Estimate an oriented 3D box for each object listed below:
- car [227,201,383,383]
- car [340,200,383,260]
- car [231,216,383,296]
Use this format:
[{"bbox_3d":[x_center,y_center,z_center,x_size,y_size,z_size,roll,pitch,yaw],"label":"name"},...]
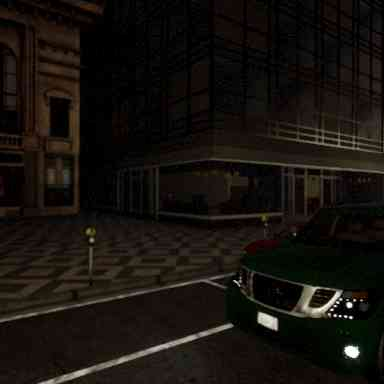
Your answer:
[{"bbox_3d":[3.152,1.196,5.619,5.566,2.045,2.150,0,0,-36],"label":"car"},{"bbox_3d":[7.964,1.246,12.434,5.009,1.841,2.192,0,1,-35],"label":"car"},{"bbox_3d":[3.384,1.506,9.170,4.507,1.381,1.887,0,1,-35],"label":"car"}]
